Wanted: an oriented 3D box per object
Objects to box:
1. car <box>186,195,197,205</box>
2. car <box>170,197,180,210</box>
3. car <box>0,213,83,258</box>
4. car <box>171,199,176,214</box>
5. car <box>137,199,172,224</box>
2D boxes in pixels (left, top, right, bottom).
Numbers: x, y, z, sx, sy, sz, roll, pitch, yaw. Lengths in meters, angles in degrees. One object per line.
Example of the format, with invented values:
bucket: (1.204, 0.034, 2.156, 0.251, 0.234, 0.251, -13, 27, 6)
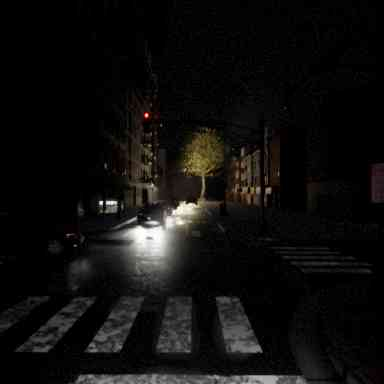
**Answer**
car: (-0.091, 1.503, 65.016, 2.097, 1.767, 4.553, 0, 0, 0)
car: (-2.946, 1.659, 43.502, 1.994, 1.385, 4.181, 0, 0, 0)
car: (-6.503, 1.475, 11.817, 5.008, 1.535, 1.882, 0, 0, -13)
car: (-2.950, 1.674, 34.316, 1.895, 1.301, 4.718, 0, 0, 0)
car: (-2.921, 1.546, 25.106, 2.128, 1.511, 4.902, 0, 0, 0)
